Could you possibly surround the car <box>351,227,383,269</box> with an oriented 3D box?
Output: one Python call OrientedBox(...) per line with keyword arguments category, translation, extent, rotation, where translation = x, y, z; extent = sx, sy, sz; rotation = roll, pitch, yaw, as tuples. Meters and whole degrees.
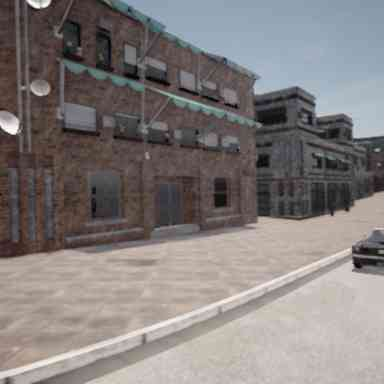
OrientedBox(category="car", translation=(7.149, 1.934, 11.783), extent=(1.895, 1.301, 4.718), rotation=(-2, -2, 39))
